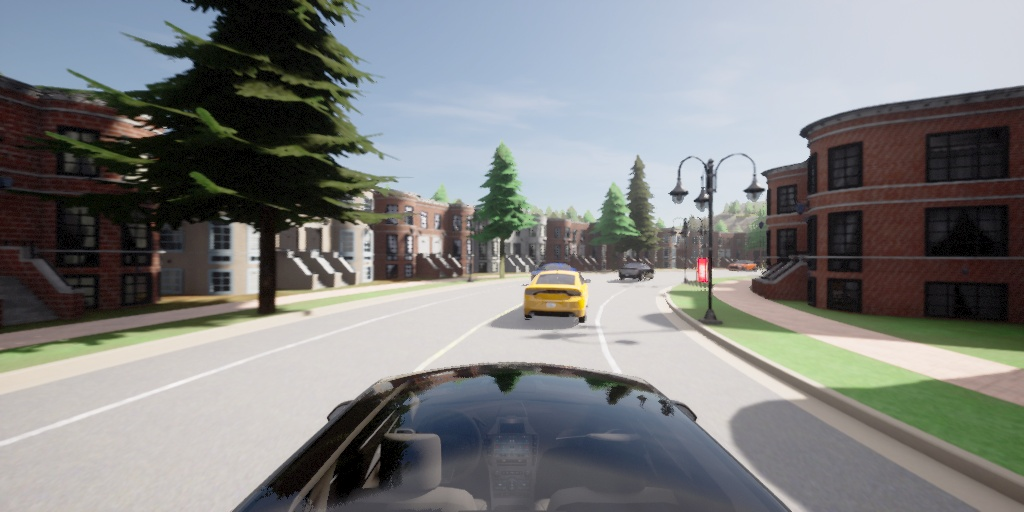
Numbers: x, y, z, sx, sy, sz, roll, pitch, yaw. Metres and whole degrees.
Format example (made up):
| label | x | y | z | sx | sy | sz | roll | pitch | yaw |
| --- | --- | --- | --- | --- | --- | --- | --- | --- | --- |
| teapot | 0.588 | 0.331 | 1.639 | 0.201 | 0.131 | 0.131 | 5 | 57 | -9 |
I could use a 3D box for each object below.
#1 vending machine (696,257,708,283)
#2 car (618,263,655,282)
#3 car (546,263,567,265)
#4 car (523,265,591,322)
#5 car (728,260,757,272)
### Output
| label | x | y | z | sx | sy | sz | roll | pitch | yaw |
| --- | --- | --- | --- | --- | --- | --- | --- | --- | --- |
| vending machine | 14.504 | 1.078 | 27.128 | 1.100 | 2.100 | 0.880 | 0 | 0 | 38 |
| car | 10.686 | 1.345 | 30.500 | 2.128 | 1.511 | 4.902 | 0 | 0 | 38 |
| car | 3.029 | 1.267 | 25.710 | 1.882 | 1.535 | 5.008 | 0 | 0 | 30 |
| car | 1.690 | 1.248 | 12.583 | 1.882 | 1.535 | 5.008 | 0 | 0 | 13 |
| car | 33.995 | 1.407 | 52.948 | 4.553 | 1.767 | 2.097 | 0 | 0 | -29 |
